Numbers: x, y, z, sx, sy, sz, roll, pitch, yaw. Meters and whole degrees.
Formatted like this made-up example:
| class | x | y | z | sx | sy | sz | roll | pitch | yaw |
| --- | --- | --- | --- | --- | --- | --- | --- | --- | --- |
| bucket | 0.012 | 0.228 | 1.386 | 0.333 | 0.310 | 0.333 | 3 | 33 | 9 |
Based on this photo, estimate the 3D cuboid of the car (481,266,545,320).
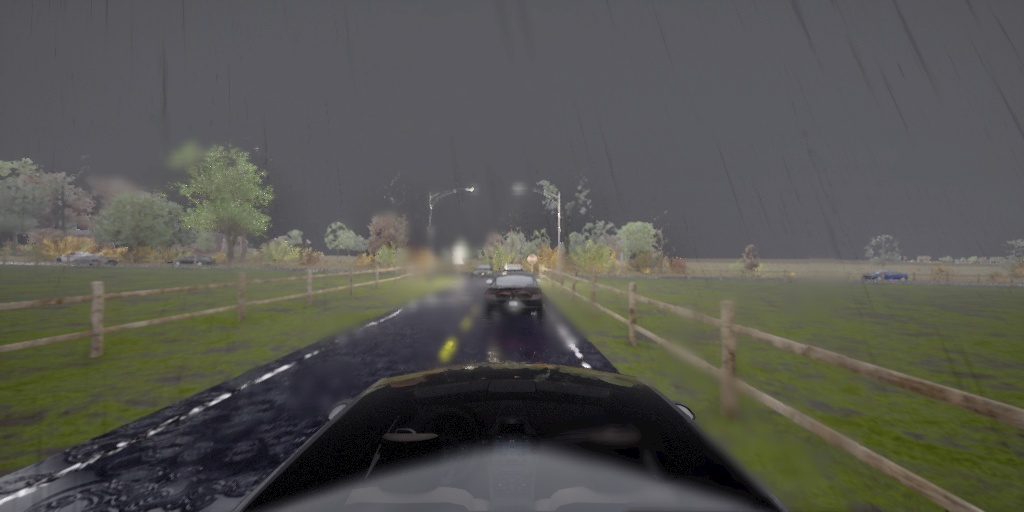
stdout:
| class | x | y | z | sx | sy | sz | roll | pitch | yaw |
| --- | --- | --- | --- | --- | --- | --- | --- | --- | --- |
| car | 0.100 | 1.295 | 13.024 | 1.882 | 1.535 | 5.008 | 0 | 0 | 0 |

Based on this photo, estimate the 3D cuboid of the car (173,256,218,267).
| class | x | y | z | sx | sy | sz | roll | pitch | yaw |
| --- | --- | --- | --- | --- | --- | --- | --- | --- | --- |
| car | -41.801 | 0.664 | 47.398 | 4.892 | 1.490 | 1.837 | 1 | 0 | 0 |

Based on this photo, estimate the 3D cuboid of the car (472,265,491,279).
| class | x | y | z | sx | sy | sz | roll | pitch | yaw |
| --- | --- | --- | --- | --- | --- | --- | --- | --- | --- |
| car | -2.752 | 1.543 | 35.730 | 1.994 | 1.385 | 4.181 | 0 | 0 | 0 |

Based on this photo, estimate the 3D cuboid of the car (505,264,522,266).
| class | x | y | z | sx | sy | sz | roll | pitch | yaw |
| --- | --- | --- | --- | --- | --- | --- | --- | --- | --- |
| car | 0.099 | 1.406 | 28.393 | 2.128 | 1.511 | 4.902 | 0 | 0 | 0 |
